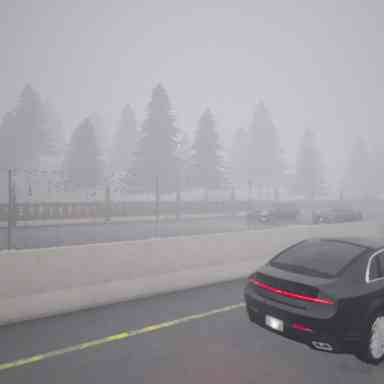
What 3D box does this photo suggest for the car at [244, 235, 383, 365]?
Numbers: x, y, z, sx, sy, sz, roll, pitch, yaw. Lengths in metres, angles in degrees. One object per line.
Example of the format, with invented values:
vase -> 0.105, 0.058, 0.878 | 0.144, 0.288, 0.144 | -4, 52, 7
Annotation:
car -> 3.086, 1.549, 5.935 | 4.892, 1.490, 1.837 | 1, 0, -36

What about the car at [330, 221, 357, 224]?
car -> 10.734, 1.738, 24.557 | 4.181, 1.385, 1.994 | 1, 0, -36
